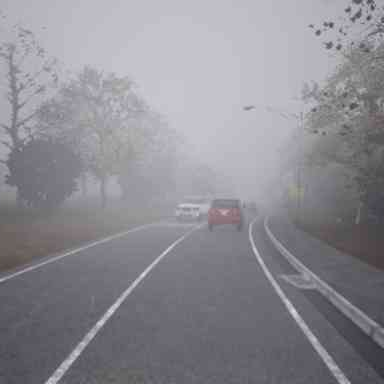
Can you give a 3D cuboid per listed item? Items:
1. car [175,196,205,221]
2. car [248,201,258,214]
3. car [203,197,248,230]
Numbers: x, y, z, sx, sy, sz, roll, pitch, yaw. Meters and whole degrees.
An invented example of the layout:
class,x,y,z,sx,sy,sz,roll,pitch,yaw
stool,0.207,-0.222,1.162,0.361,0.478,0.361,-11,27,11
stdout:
class,x,y,z,sx,sy,sz,roll,pitch,yaw
car,0.164,1.416,29.986,2.150,2.045,5.566,1,0,13
car,7.172,1.883,41.740,2.128,1.511,4.902,1,0,16
car,2.444,1.417,22.790,2.150,2.045,5.566,1,0,11
